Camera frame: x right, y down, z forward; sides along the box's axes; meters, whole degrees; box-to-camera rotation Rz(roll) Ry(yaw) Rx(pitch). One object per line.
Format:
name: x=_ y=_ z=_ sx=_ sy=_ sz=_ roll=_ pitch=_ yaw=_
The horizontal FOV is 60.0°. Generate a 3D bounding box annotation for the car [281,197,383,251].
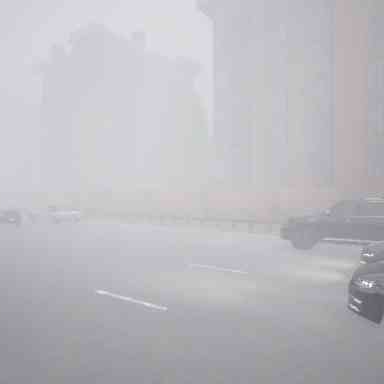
car: x=6.229 y=1.221 z=12.446 sx=5.566 sy=2.045 sz=2.150 roll=0 pitch=0 yaw=35

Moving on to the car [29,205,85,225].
car: x=-9.954 y=1.600 z=23.983 sx=4.718 sy=1.301 sz=1.895 roll=0 pitch=0 yaw=35

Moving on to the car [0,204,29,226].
car: x=-12.973 y=1.525 z=21.836 sx=4.674 sy=1.442 sz=1.812 roll=-1 pitch=0 yaw=36

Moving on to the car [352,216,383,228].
car: x=6.693 y=1.502 z=7.816 sx=4.892 sy=1.490 sz=1.837 roll=-1 pitch=-1 yaw=35

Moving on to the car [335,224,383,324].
car: x=4.945 y=1.492 z=4.764 sx=4.902 sy=1.511 sz=2.128 roll=0 pitch=0 yaw=35
